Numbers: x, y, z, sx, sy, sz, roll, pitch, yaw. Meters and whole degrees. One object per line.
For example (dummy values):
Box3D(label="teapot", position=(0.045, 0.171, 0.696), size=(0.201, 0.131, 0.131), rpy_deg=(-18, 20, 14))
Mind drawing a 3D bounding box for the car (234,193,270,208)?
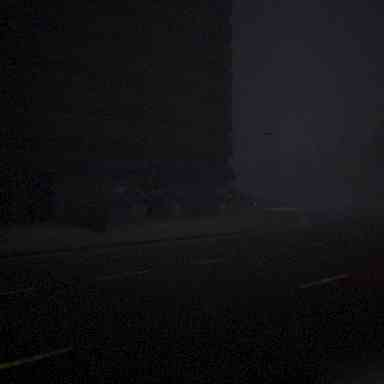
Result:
Box3D(label="car", position=(8.213, 1.223, 48.463), size=(2.150, 2.045, 5.566), rpy_deg=(0, 0, -33))

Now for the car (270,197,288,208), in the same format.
Box3D(label="car", position=(11.995, 1.526, 48.895), size=(1.812, 1.442, 4.674), rpy_deg=(0, 0, -31))
